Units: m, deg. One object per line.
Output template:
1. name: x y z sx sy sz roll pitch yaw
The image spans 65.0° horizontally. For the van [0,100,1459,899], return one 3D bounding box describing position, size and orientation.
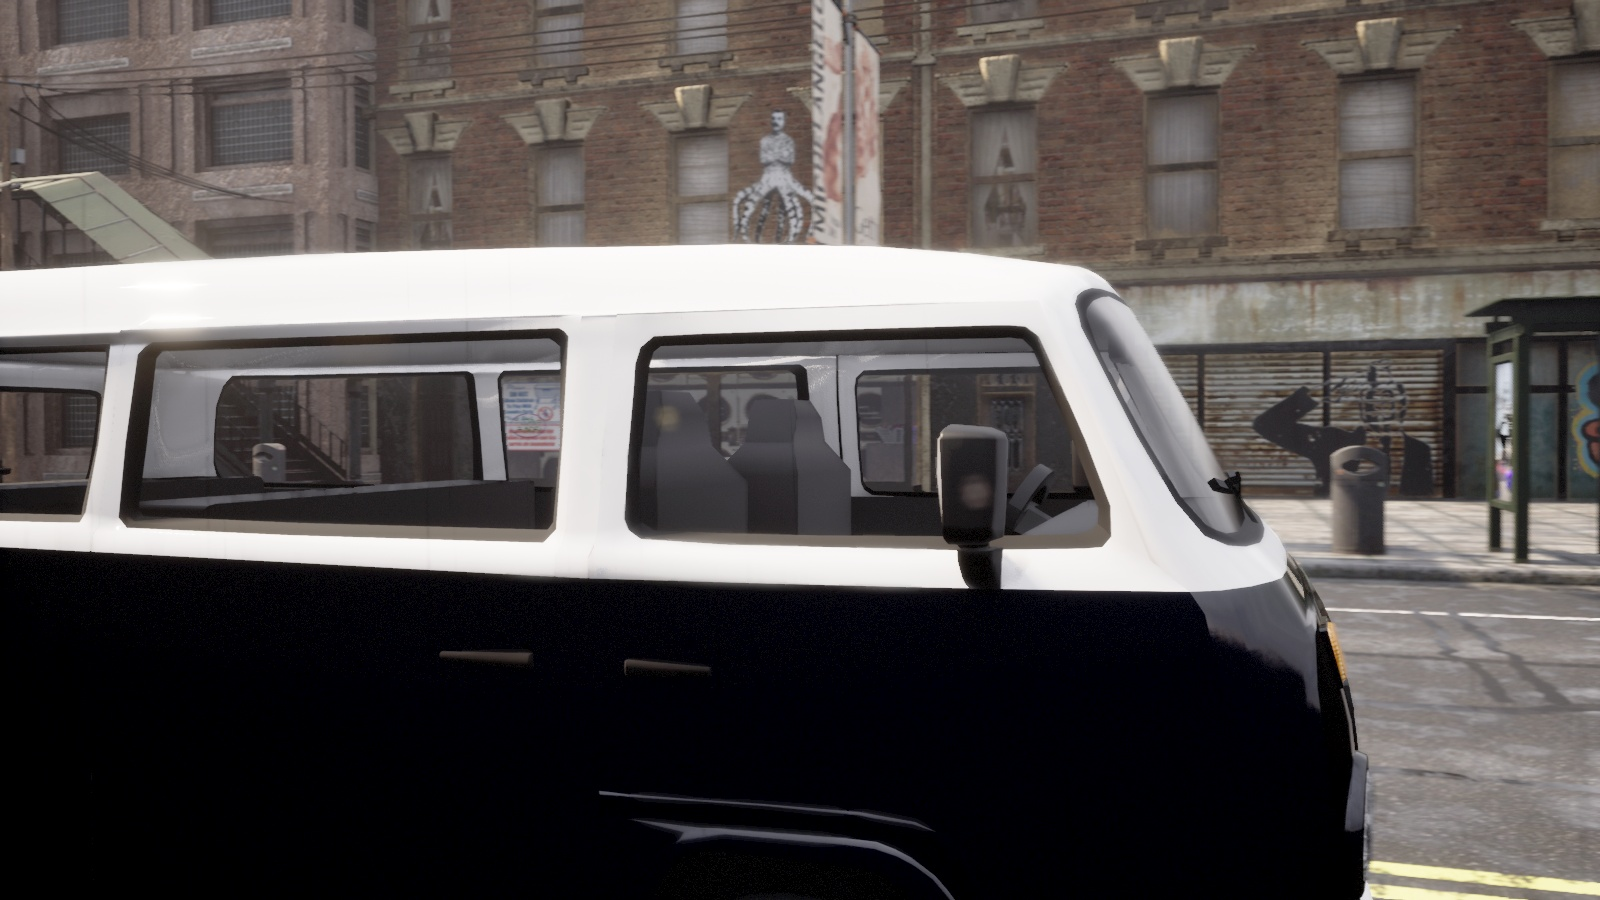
1. van: -0.868 0.491 3.481 4.480 2.038 2.069 1 1 19
